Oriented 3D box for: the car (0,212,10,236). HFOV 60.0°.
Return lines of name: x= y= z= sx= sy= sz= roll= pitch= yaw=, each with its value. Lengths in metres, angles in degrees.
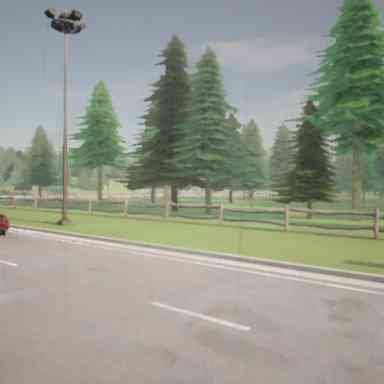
car: x=-10.408 y=1.303 z=15.706 sx=4.674 sy=1.442 sz=1.812 roll=1 pitch=1 yaw=35
